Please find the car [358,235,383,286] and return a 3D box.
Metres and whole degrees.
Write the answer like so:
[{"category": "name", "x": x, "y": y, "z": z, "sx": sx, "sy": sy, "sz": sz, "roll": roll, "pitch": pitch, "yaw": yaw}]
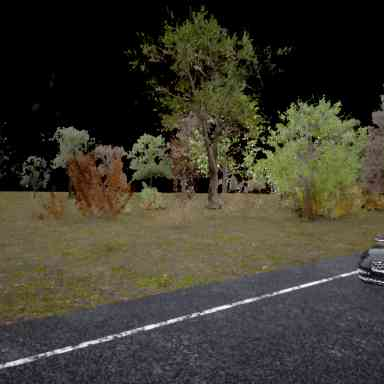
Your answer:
[{"category": "car", "x": 6.090, "y": 1.509, "z": 8.382, "sx": 4.892, "sy": 1.490, "sz": 1.837, "roll": 0, "pitch": 0, "yaw": -36}]
